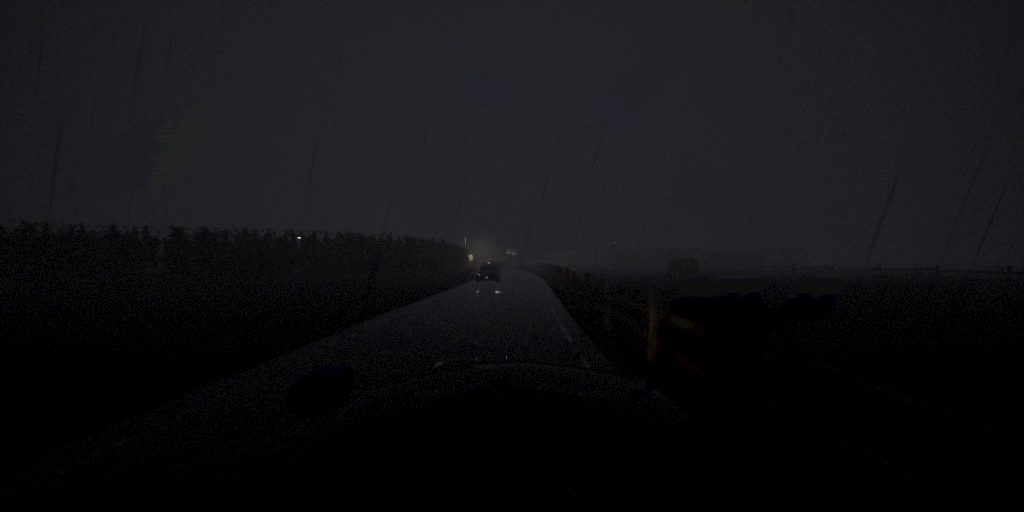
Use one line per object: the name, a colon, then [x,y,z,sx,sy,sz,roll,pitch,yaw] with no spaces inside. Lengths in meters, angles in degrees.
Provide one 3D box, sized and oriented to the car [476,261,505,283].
car: [-1.893,1.439,30.395,1.837,1.490,4.892,1,0,2]
